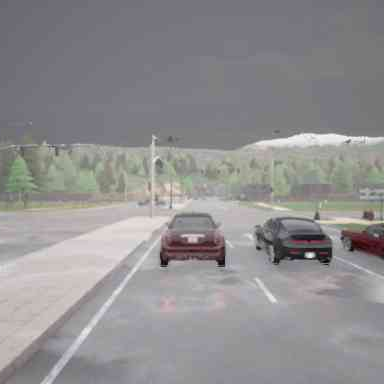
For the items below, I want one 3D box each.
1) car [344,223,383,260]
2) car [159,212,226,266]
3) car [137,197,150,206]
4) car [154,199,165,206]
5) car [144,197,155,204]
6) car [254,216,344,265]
[{"bbox_3d":[7.038,1.737,11.702,1.895,1.301,4.718,0,-1,1],"label":"car"},{"bbox_3d":[0.045,1.495,12.229,2.097,1.767,4.553,0,-1,1],"label":"car"},{"bbox_3d":[-10.768,2.367,72.643,1.812,1.442,4.674,0,-1,1],"label":"car"},{"bbox_3d":[-7.203,2.415,76.857,1.812,1.442,4.674,0,-1,1],"label":"car"},{"bbox_3d":[-10.595,2.047,83.831,2.097,1.767,4.553,0,-1,1],"label":"car"},{"bbox_3d":[3.545,1.650,12.339,1.837,1.490,4.892,0,0,1],"label":"car"}]
